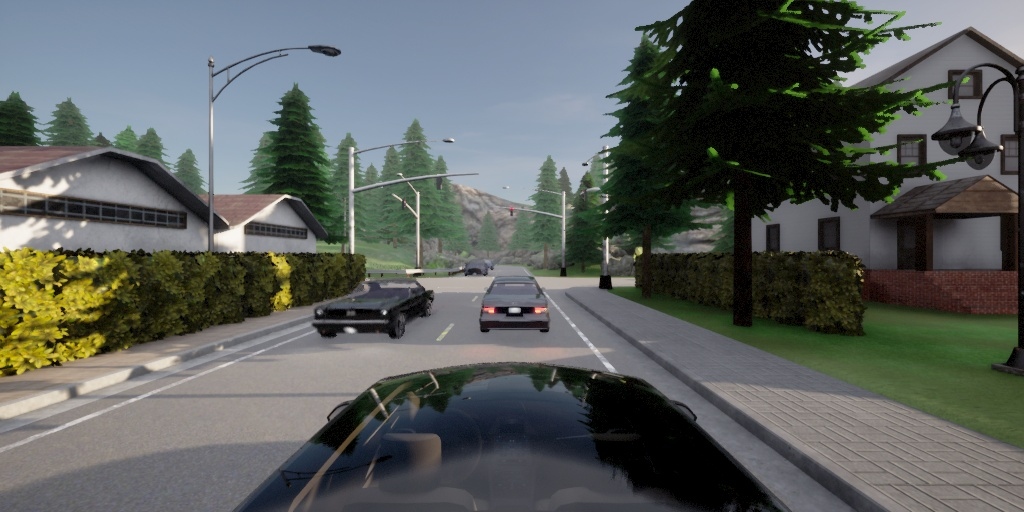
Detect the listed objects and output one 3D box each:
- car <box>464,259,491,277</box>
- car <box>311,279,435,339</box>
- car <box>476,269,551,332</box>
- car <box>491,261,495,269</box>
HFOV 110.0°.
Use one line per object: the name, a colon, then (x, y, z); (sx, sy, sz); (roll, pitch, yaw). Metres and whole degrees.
car: (-3.520, 1.099, 35.551); (2.097, 1.767, 4.553); (0, 0, -1)
car: (-3.591, 1.351, 10.193); (1.895, 1.301, 4.718); (0, 0, 0)
car: (0.079, 1.297, 10.770); (2.033, 1.411, 5.357); (0, 0, 0)
car: (-3.547, 1.276, 50.428); (1.812, 1.442, 4.674); (0, 0, 0)
